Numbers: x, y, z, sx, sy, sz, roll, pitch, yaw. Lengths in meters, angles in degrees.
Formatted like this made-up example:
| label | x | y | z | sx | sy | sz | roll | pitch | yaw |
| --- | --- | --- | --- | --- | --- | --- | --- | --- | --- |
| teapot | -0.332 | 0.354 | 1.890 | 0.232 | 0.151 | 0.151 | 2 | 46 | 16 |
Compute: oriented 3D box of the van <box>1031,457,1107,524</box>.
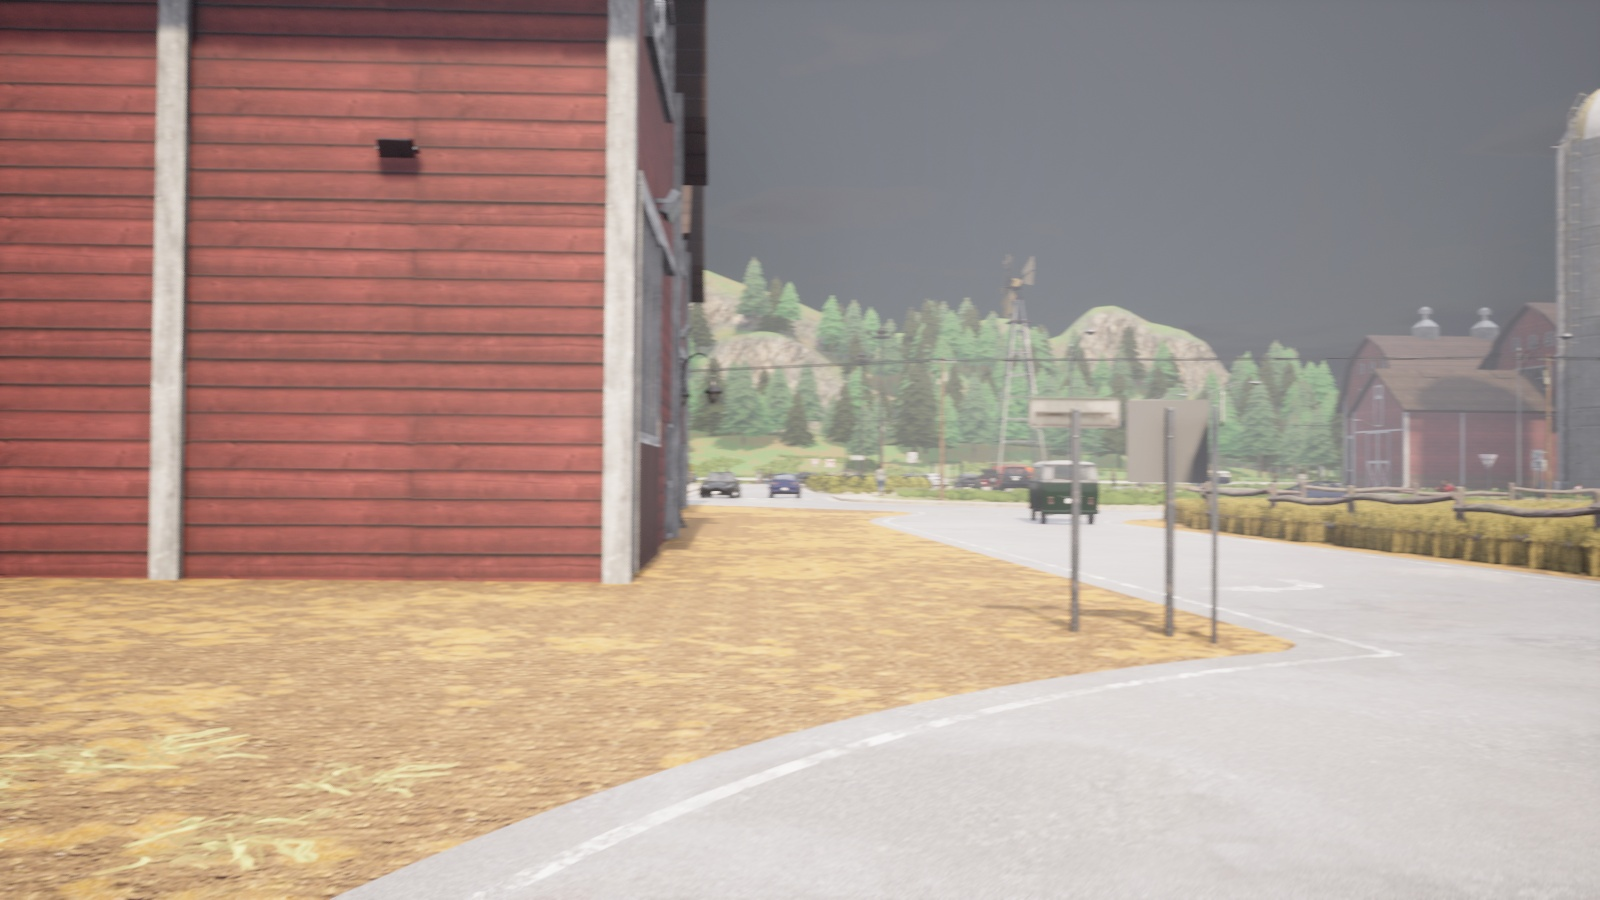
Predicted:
| label | x | y | z | sx | sy | sz | roll | pitch | yaw |
| --- | --- | --- | --- | --- | --- | --- | --- | --- | --- |
| van | 8.477 | 1.248 | 39.875 | 1.775 | 1.987 | 4.442 | 0 | -1 | 4 |

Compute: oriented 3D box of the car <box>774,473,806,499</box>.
| label | x | y | z | sx | sy | sz | roll | pitch | yaw |
| --- | --- | --- | --- | --- | --- | --- | --- | --- | --- |
| car | -0.550 | 2.097 | 73.942 | 1.812 | 1.442 | 4.674 | 0 | -1 | 0 |

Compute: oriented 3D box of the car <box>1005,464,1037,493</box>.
| label | x | y | z | sx | sy | sz | roll | pitch | yaw |
| --- | --- | --- | --- | --- | --- | --- | --- | --- | --- |
| car | 16.139 | 2.102 | 92.058 | 2.150 | 2.045 | 5.566 | 0 | -1 | 8 |

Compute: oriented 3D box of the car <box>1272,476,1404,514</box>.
| label | x | y | z | sx | sy | sz | roll | pitch | yaw |
| --- | --- | --- | --- | --- | --- | --- | --- | --- | --- |
| car | 20.483 | 1.699 | 47.901 | 4.181 | 1.385 | 1.994 | 0 | -1 | -3 |

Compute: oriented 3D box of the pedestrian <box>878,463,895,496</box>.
| label | x | y | z | sx | sy | sz | roll | pitch | yaw |
| --- | --- | --- | --- | --- | --- | --- | --- | --- | --- |
| pedestrian | 5.004 | 1.712 | 72.964 | 0.874 | 1.855 | 0.900 | 0 | -1 | -2 |

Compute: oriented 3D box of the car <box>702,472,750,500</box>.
| label | x | y | z | sx | sy | sz | roll | pitch | yaw |
| --- | --- | --- | --- | --- | --- | --- | --- | --- | --- |
| car | -4.162 | 2.025 | 71.470 | 2.163 | 1.488 | 4.792 | 0 | -1 | 3 |
